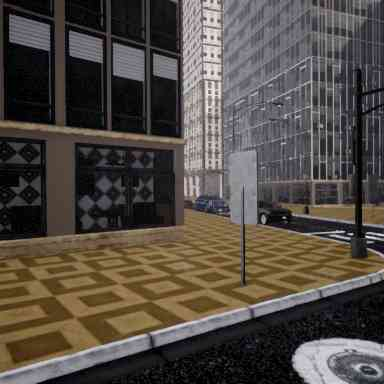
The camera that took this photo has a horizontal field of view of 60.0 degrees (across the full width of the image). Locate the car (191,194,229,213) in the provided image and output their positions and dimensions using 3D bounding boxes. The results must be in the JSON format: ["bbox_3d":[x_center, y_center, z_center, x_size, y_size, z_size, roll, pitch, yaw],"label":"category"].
[{"bbox_3d":[1.836,1.022,31.923,2.097,1.767,4.553,-1,1,-19],"label":"car"}]

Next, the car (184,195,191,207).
[{"bbox_3d":[-1.316,1.096,41.343,1.994,1.385,4.181,-1,1,-18],"label":"car"}]

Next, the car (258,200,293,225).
[{"bbox_3d":[4.884,1.279,22.850,1.882,1.535,5.008,-1,1,-19],"label":"car"}]
